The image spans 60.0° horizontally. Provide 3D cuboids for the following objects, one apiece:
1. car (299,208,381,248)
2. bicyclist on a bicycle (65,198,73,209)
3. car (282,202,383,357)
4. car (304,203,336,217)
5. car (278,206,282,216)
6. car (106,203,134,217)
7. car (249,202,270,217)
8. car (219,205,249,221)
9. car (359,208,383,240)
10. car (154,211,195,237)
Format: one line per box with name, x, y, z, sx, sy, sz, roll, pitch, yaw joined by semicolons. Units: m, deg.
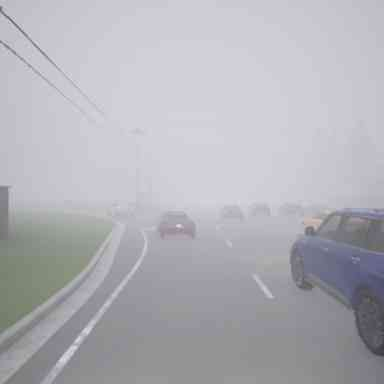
car;7.103;1.653;16.664;1.882;1.535;5.008;0;-1;0
bicyclist on a bicycle;-19.901;1.870;53.870;0.582;1.620;1.656;0;0;33
car;3.595;1.291;6.262;2.150;2.045;5.566;0;0;0
car;14.106;1.953;36.905;1.994;1.385;4.181;0;-1;0
car;10.607;1.882;35.792;1.837;1.490;4.892;0;-1;0
car;-7.740;1.905;35.869;1.812;1.442;4.674;1;-1;-32
car;7.106;1.882;35.748;1.837;1.490;4.892;0;-1;0
car;3.606;1.872;30.907;2.033;1.411;5.357;0;-1;0
car;10.603;1.654;16.698;1.882;1.535;5.008;0;-1;0
car;-1.089;1.767;19.448;1.994;1.385;4.181;0;-1;-11
